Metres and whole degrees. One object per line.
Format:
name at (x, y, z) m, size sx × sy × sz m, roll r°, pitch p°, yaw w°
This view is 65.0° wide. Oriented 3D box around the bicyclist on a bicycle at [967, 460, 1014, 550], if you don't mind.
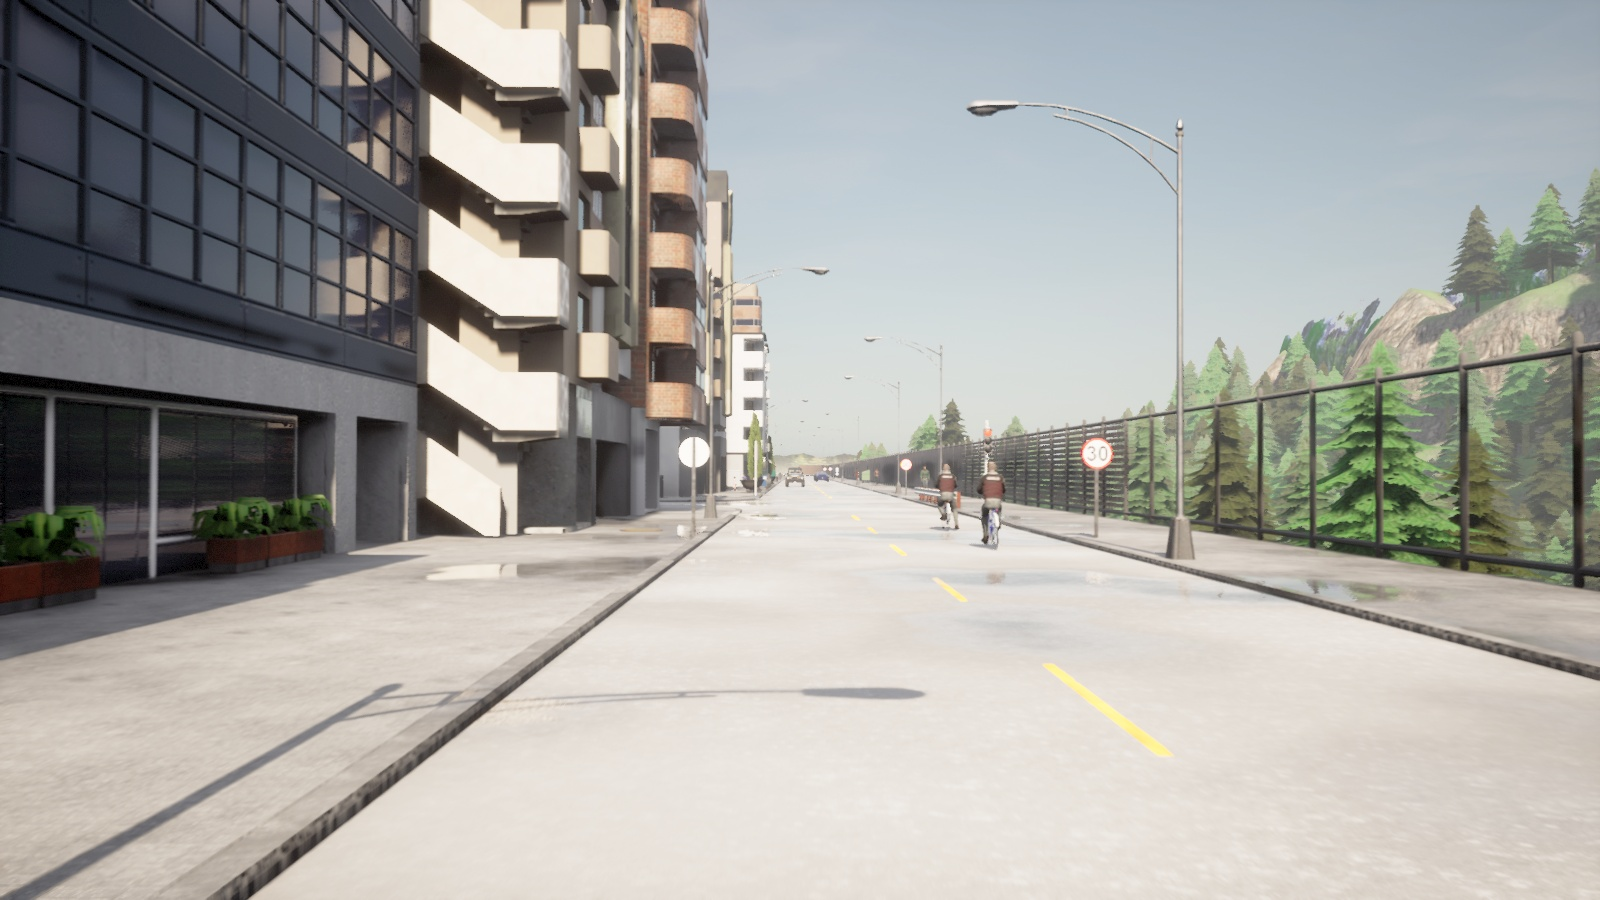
bicyclist on a bicycle at (3.909, 1.102, 25.859) m, size 0.659 × 1.776 × 1.843 m, roll 0°, pitch -1°, yaw 0°
